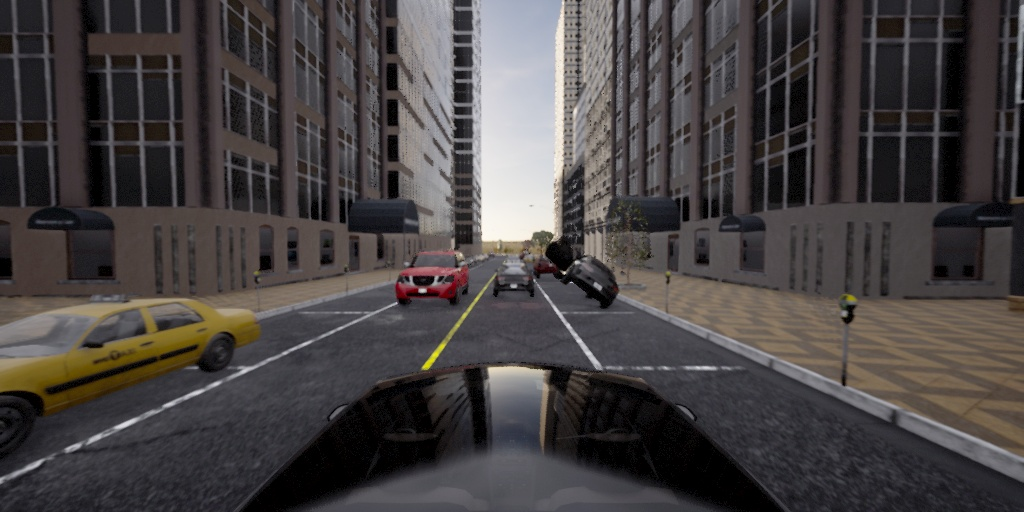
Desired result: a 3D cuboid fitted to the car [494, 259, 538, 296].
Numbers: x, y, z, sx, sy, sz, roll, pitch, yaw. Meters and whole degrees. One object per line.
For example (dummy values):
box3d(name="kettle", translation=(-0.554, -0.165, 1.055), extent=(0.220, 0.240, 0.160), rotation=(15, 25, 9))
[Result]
box3d(name="car", translation=(0.104, 1.059, 17.390), extent=(1.812, 1.442, 4.674), rotation=(0, 1, 1))

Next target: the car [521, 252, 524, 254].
box3d(name="car", translation=(2.810, 0.407, 61.829), extent=(1.751, 1.417, 4.829), rotation=(0, 0, 0))

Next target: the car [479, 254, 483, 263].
box3d(name="car", translation=(-5.594, 0.619, 50.382), extent=(1.948, 1.339, 4.313), rotation=(0, 0, 0))

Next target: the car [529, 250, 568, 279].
box3d(name="car", translation=(2.743, 0.704, 27.613), extent=(2.192, 1.841, 5.009), rotation=(0, 0, 0))

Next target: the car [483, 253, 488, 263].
box3d(name="car", translation=(-5.571, 0.405, 61.560), extent=(1.751, 1.417, 4.829), rotation=(0, 0, 0))

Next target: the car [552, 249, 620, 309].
box3d(name="car", translation=(2.984, 0.828, 14.033), extent=(1.812, 1.442, 4.674), rotation=(38, 2, 1))

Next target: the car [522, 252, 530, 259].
box3d(name="car", translation=(2.799, 0.494, 56.155), extent=(1.751, 1.417, 4.829), rotation=(0, 0, 0))

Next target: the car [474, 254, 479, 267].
box3d(name="car", translation=(-5.605, 0.704, 44.709), extent=(1.948, 1.339, 4.313), rotation=(0, 0, 0))

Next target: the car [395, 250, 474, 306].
box3d(name="car", translation=(-3.064, 0.787, 14.984), extent=(2.150, 2.045, 5.566), rotation=(0, 1, 0))

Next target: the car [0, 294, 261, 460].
box3d(name="car", translation=(-5.668, 1.230, 4.823), extent=(1.751, 1.417, 4.829), rotation=(0, 0, 0))

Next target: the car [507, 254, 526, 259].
box3d(name="car", translation=(0.174, 0.763, 39.504), extent=(2.033, 1.411, 5.357), rotation=(0, 1, 0))
